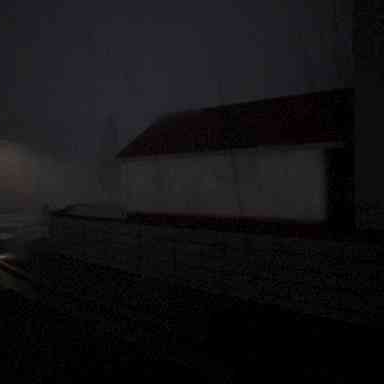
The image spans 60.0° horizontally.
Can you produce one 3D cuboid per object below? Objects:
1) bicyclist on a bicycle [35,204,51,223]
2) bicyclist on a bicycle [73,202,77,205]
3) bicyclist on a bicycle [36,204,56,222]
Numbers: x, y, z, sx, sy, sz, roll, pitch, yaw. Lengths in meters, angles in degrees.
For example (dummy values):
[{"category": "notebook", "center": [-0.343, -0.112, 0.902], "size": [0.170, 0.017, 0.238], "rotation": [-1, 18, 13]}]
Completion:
[{"category": "bicyclist on a bicycle", "center": [-12.853, 1.887, 28.987], "size": [1.656, 1.620, 0.582], "rotation": [0, -1, -10]}, {"category": "bicyclist on a bicycle", "center": [-10.780, 1.751, 30.668], "size": [0.582, 1.620, 1.656], "rotation": [0, -1, 1]}, {"category": "bicyclist on a bicycle", "center": [-13.315, 1.907, 30.363], "size": [0.582, 1.620, 1.656], "rotation": [-1, -1, 34]}]
